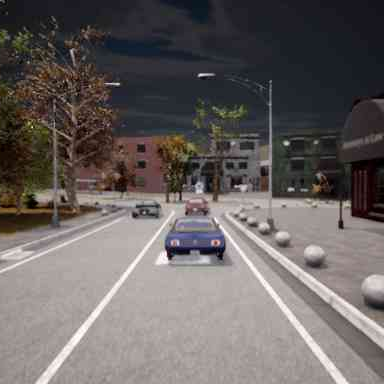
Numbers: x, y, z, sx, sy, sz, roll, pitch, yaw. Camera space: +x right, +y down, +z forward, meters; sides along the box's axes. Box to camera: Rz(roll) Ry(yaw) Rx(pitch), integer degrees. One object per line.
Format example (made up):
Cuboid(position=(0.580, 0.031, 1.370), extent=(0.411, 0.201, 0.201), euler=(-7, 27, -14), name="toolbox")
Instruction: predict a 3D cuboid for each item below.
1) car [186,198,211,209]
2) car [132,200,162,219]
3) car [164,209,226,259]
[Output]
Cuboid(position=(0.556, 1.221, 29.390), extent=(1.812, 1.442, 4.674), euler=(0, 1, 7), name="car")
Cuboid(position=(-3.498, 1.309, 26.455), extent=(1.994, 1.385, 4.181), euler=(0, 1, 0), name="car")
Cuboid(position=(0.100, 1.517, 12.121), extent=(1.895, 1.301, 4.718), euler=(0, 0, 0), name="car")
